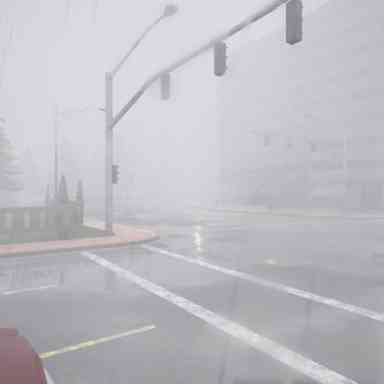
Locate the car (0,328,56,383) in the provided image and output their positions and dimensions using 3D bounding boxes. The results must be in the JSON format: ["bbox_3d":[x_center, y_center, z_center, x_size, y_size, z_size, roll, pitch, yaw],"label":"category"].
[{"bbox_3d":[-3.118,1.601,1.554,4.718,1.301,1.895,0,0,-35],"label":"car"}]
